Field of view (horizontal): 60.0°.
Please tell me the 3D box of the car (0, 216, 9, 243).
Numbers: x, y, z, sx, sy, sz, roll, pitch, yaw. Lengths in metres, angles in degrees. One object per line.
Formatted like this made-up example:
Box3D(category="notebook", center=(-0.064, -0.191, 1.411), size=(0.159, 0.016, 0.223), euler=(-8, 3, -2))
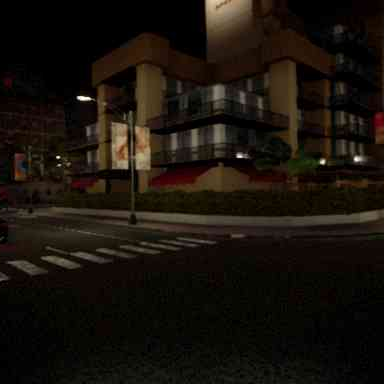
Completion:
Box3D(category="car", center=(-10.467, 1.634, 16.130), size=(1.882, 1.535, 5.008), euler=(-1, 0, -44))
